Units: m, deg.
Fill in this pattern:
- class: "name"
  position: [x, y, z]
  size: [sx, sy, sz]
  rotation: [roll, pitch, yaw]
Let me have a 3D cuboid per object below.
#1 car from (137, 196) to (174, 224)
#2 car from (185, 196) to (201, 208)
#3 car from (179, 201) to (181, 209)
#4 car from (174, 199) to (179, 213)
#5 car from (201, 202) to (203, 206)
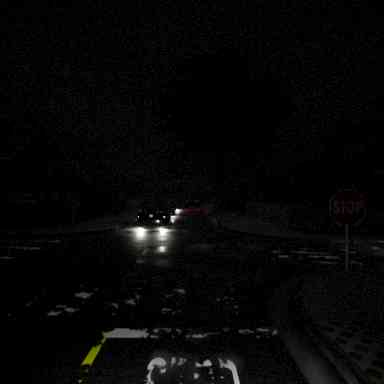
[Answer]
- class: "car"
  position: [-2.864, 1.356, 26.082]
  size: [2.150, 2.045, 5.566]
  rotation: [0, -1, 0]
- class: "car"
  position: [-0.029, 1.689, 56.626]
  size: [2.150, 2.045, 5.566]
  rotation: [0, -1, 1]
- class: "car"
  position: [-2.807, 1.923, 53.359]
  size: [2.128, 1.511, 4.902]
  rotation: [0, -1, 1]
- class: "car"
  position: [-2.870, 1.734, 37.611]
  size: [1.882, 1.535, 5.008]
  rotation: [0, -1, 0]
- class: "car"
  position: [0.868, 2.174, 67.187]
  size: [1.994, 1.385, 4.181]
  rotation: [0, -1, 13]
